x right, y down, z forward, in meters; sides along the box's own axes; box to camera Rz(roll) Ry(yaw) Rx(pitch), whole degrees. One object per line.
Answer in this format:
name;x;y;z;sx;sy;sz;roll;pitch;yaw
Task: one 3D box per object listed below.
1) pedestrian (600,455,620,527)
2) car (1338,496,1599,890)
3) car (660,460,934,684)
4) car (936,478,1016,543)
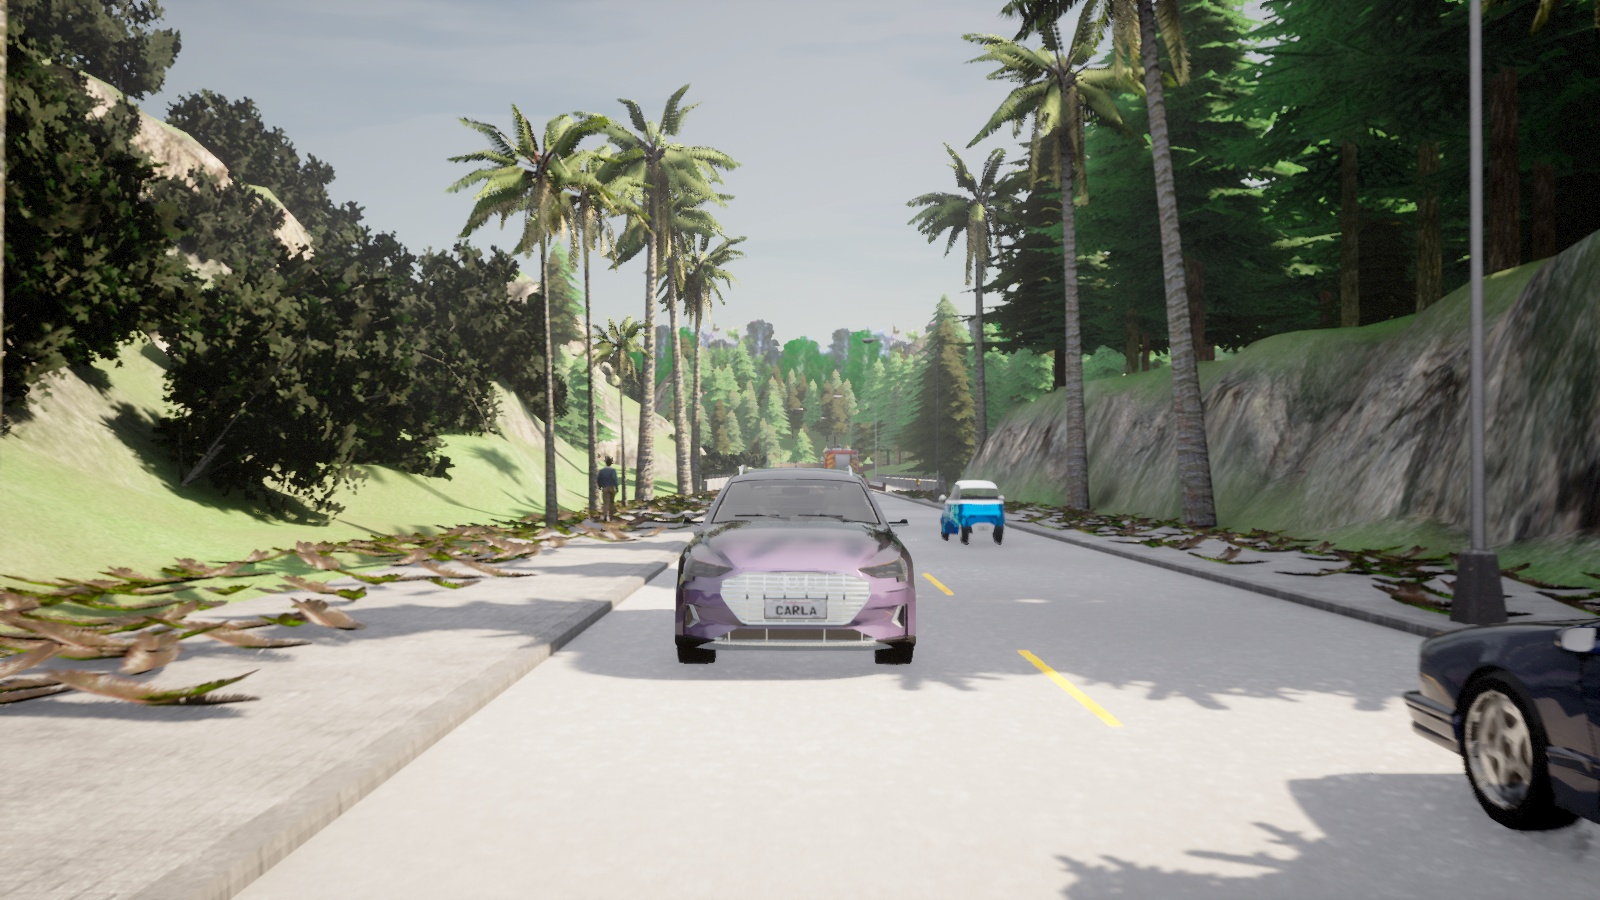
pedestrian;-5.231;1.113;34.523;0.423;1.949;0.788;0;-1;0
car;3.987;0.917;4.218;2.033;1.411;5.357;0;-1;0
car;-0.033;0.941;11.754;2.033;1.649;4.856;0;-1;0
car;3.915;1.326;28.222;1.481;1.376;2.207;0;-1;0
